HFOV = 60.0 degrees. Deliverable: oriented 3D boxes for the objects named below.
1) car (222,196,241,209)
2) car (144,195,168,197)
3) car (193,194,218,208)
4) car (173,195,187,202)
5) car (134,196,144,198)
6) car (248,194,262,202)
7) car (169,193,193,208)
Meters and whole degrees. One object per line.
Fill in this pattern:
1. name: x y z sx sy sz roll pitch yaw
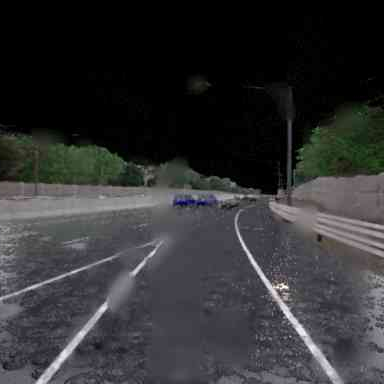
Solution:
1. car: 5.575 1.689 47.384 1.895 1.301 4.718 1 0 16
2. car: -7.215 1.478 66.618 2.128 1.511 4.902 1 0 16
3. car: 2.214 1.274 48.347 2.150 2.045 5.566 1 0 16
4. car: -2.974 1.543 81.772 2.128 1.511 4.902 1 0 16
5. car: -10.608 1.468 67.473 2.033 1.411 5.357 1 0 16
6. car: 16.170 1.726 85.250 1.837 1.490 4.892 1 0 16
7. car: -1.157 1.239 49.290 2.150 2.045 5.566 1 0 16
